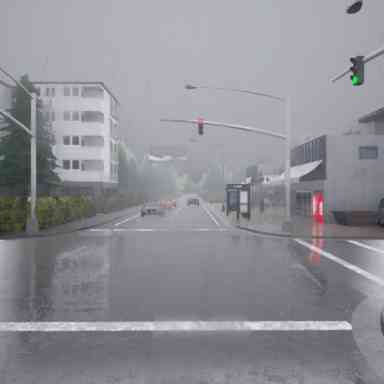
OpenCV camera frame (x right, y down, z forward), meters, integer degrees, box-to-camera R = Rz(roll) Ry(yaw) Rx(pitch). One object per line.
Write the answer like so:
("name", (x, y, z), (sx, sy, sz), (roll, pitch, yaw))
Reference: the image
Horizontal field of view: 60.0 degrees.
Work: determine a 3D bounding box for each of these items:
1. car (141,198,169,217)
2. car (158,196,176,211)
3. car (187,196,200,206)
("car", (-3.527, 1.560, 31.031), (1.994, 1.385, 4.181), (0, 0, 0))
("car", (-3.497, 1.347, 40.733), (2.097, 1.767, 4.553), (0, 0, 0))
("car", (0.242, 1.499, 54.202), (1.837, 1.490, 4.892), (0, 0, 1))
